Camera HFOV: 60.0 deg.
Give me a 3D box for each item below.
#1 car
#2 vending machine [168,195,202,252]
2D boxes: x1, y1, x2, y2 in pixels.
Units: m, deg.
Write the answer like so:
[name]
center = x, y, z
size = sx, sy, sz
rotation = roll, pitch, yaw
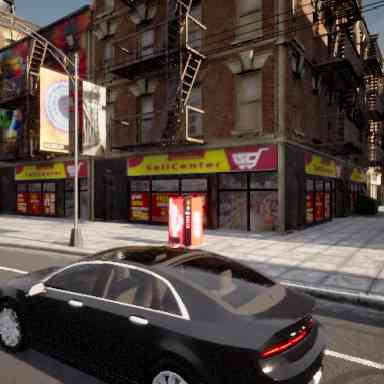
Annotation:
[car]
center = -0.808, 1.504, 4.530
size = 4.892, 1.490, 1.837
rotation = 0, 0, 34
[vending machine]
center = -0.255, 1.195, 13.112
size = 0.880, 2.100, 1.100
rotation = 0, 0, 34
